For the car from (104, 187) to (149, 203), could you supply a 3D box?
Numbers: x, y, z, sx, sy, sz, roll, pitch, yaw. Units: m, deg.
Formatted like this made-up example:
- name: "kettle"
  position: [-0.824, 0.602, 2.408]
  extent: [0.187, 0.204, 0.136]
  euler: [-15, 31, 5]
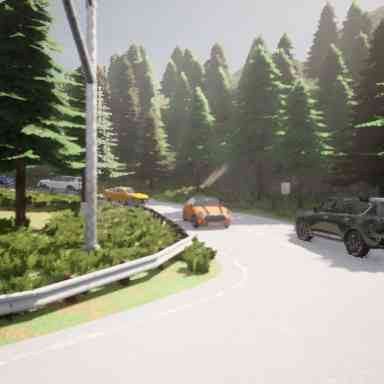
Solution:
- name: "car"
  position: [-6.217, 0.326, 31.452]
  extent: [5.008, 1.535, 1.882]
  euler: [6, 4, 36]

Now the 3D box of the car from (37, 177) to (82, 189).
- name: "car"
  position: [-15.178, -0.882, 38.958]
  extent: [5.566, 2.045, 2.150]
  euler: [4, 0, 7]

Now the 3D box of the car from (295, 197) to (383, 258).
- name: "car"
  position: [6.255, 1.196, 13.072]
  extent: [2.150, 2.045, 5.566]
  euler: [1, 1, -12]

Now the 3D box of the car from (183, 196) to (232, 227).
- name: "car"
  position: [0.821, 1.080, 20.269]
  extent: [2.097, 1.767, 4.553]
  euler: [0, 2, -13]

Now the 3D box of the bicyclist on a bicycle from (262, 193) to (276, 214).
- name: "bicyclist on a bicycle"
  position: [6.114, 0.850, 25.864]
  extent: [1.656, 1.620, 0.582]
  euler: [-11, 8, -21]

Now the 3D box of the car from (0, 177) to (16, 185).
- name: "car"
  position: [-21.925, -1.414, 36.145]
  extent: [5.566, 2.045, 2.150]
  euler: [5, 1, 9]
